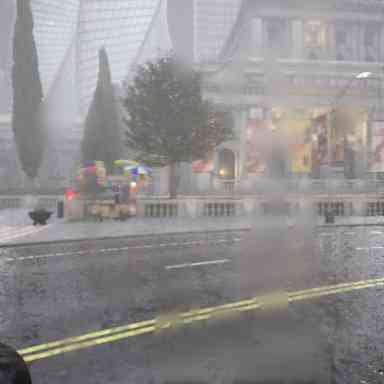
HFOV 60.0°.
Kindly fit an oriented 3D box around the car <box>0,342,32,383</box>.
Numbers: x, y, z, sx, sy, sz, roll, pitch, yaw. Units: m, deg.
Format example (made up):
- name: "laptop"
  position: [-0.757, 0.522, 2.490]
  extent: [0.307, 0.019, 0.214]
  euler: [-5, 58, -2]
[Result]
- name: "car"
  position: [-3.305, 1.469, 1.213]
  extent: [5.008, 1.535, 1.882]
  euler: [-1, 1, -38]
